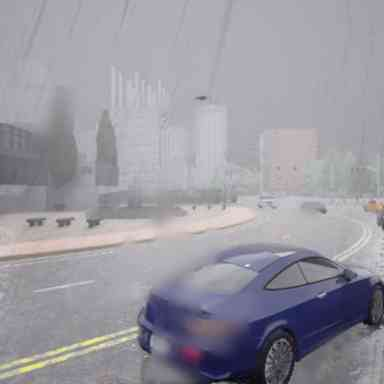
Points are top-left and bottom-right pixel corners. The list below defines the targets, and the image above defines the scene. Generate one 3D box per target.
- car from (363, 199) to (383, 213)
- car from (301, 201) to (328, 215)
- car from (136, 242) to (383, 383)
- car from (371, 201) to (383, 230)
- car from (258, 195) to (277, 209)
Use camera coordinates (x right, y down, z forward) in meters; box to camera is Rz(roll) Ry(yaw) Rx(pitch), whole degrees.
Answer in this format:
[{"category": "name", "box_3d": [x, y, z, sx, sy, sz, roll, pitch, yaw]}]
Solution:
[{"category": "car", "box_3d": [20.150, 1.539, 35.792, 1.882, 1.535, 5.008, 0, 0, 8]}, {"category": "car", "box_3d": [13.066, 1.651, 35.892, 2.033, 1.411, 5.357, 0, 0, 7]}, {"category": "car", "box_3d": [1.362, 1.547, 5.254, 4.674, 1.442, 1.812, 0, 0, -41]}, {"category": "car", "box_3d": [12.683, 1.522, 20.720, 2.128, 1.511, 4.902, 0, 0, 25]}, {"category": "car", "box_3d": [10.892, 1.421, 48.257, 2.150, 2.045, 5.566, 0, 0, 5]}]
